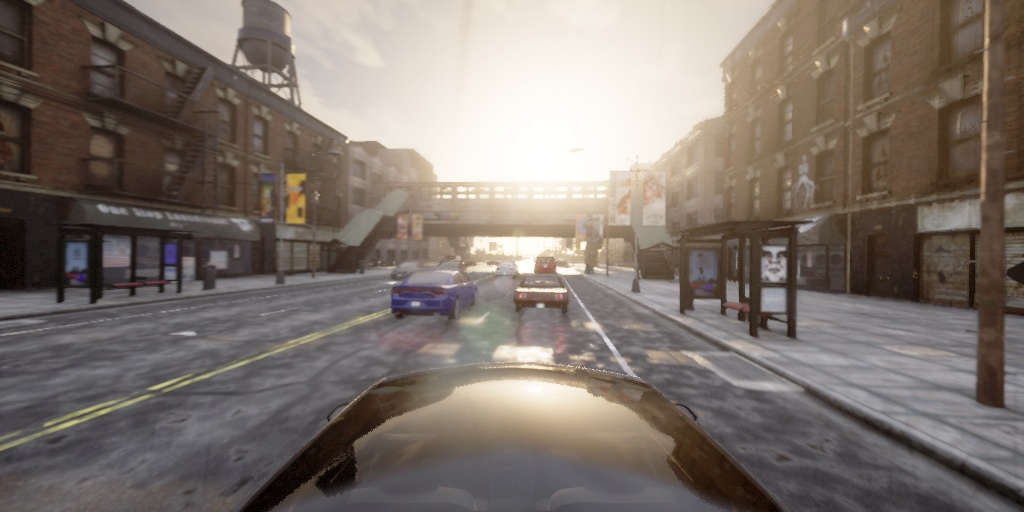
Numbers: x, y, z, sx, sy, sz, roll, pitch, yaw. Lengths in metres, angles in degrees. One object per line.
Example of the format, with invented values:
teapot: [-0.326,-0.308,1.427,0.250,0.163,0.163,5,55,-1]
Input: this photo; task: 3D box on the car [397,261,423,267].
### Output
car: [-8.087,1.168,28.910,1.812,1.442,4.674,1,0,6]

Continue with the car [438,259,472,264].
car: [-4.685,1.194,27.764,1.837,1.490,4.892,1,0,6]

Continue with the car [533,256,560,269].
car: [3.267,1.022,34.914,2.150,2.045,5.566,1,0,6]

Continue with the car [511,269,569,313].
car: [1.186,1.369,14.171,1.895,1.301,4.718,1,0,6]

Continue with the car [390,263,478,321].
car: [-2.467,1.195,12.487,1.882,1.535,5.008,1,0,5]

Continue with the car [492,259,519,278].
car: [-0.422,1.275,33.357,1.812,1.442,4.674,1,0,6]
